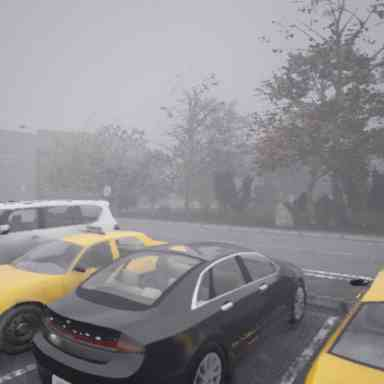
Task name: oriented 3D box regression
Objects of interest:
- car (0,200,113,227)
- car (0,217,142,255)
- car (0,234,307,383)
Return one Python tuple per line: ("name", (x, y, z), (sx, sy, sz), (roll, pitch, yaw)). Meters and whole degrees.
("car", (-4.307, 1.237, 8.184), (2.435, 2.045, 5.566), (0, 0, 36))
("car", (-2.138, 1.482, 6.444), (1.946, 1.575, 5.366), (0, 0, 36))
("car", (0.227, 1.484, 4.977), (2.231, 1.521, 4.892), (0, 0, 36))
